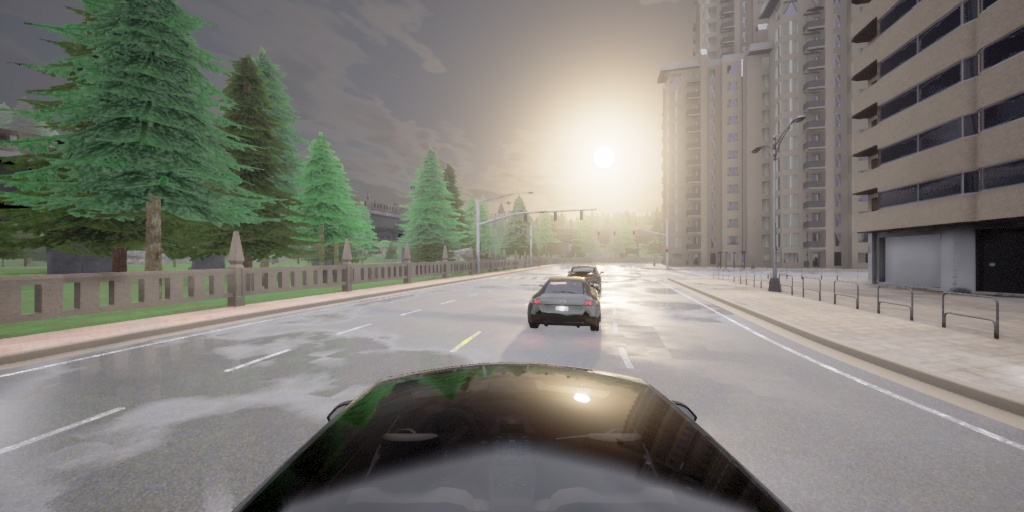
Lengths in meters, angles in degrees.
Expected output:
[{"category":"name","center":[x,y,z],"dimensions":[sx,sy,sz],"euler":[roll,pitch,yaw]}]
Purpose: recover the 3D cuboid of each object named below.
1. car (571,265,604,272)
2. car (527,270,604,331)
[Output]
[{"category":"car","center":[4.242,1.275,20.844],"dimensions":[1.837,1.490,4.892],"euler":[0,0,15]},{"category":"car","center":[1.741,1.323,11.174],"dimensions":[1.994,1.385,4.181],"euler":[0,0,13]}]
